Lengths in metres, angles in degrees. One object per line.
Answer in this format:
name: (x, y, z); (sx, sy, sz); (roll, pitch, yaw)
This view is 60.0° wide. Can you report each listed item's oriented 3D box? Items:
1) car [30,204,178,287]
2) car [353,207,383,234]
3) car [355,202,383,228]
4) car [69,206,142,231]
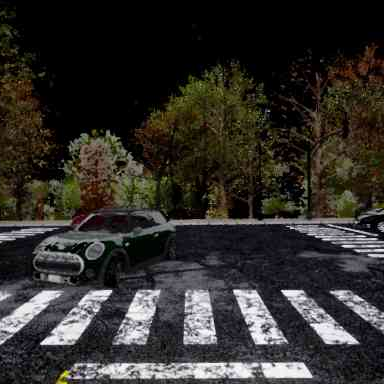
car: (-2.148, 1.281, 9.288); (2.097, 1.767, 4.553); (0, 0, 22)
car: (11.322, 1.400, 17.973); (4.892, 1.490, 1.837); (-1, -1, 1)
car: (13.365, 1.410, 21.194); (4.902, 1.511, 2.128); (-1, -1, 1)
car: (-5.482, 1.675, 21.468); (4.181, 1.385, 1.994); (-1, -1, 1)
